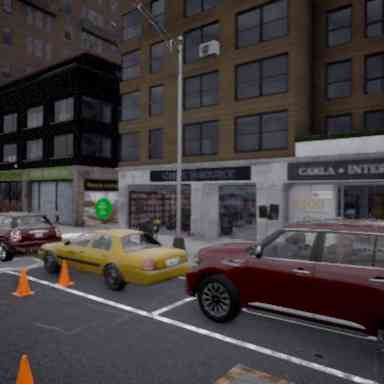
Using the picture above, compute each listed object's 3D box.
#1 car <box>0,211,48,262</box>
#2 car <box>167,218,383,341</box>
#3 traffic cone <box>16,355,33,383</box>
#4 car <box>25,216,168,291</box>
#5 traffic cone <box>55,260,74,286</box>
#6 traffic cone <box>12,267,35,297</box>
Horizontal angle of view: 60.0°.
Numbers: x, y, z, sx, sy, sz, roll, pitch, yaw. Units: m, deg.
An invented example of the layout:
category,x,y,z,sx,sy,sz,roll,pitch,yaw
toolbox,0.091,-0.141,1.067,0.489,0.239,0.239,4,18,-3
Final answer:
category,x,y,z,sx,sy,sz,roll,pitch,yaw
car,-6.621,1.433,12.165,4.097,1.590,1.967,0,0,37
car,2.259,1.369,5.592,5.009,1.841,2.192,0,0,37
traffic cone,-1.699,1.958,3.372,0.340,0.580,0.340,0,0,37
car,-2.319,1.548,8.979,4.829,1.417,1.752,0,0,37
traffic cone,-3.129,1.966,8.163,0.340,0.580,0.340,0,0,37
traffic cone,-3.724,1.956,7.360,0.340,0.580,0.340,0,0,37
